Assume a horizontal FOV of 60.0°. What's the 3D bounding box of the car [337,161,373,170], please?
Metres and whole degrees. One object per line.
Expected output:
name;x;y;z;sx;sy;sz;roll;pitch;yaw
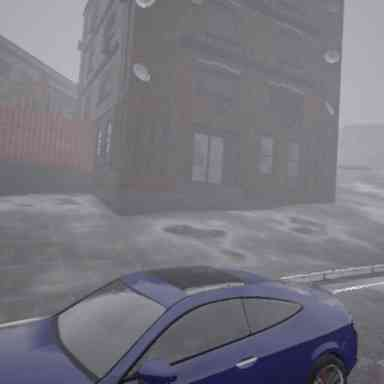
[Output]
car;20.405;-3.035;42.129;4.553;1.767;2.185;3;-3;14

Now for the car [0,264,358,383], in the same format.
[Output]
car;-0.257;1.545;3.261;4.674;1.442;1.812;1;-1;-33
